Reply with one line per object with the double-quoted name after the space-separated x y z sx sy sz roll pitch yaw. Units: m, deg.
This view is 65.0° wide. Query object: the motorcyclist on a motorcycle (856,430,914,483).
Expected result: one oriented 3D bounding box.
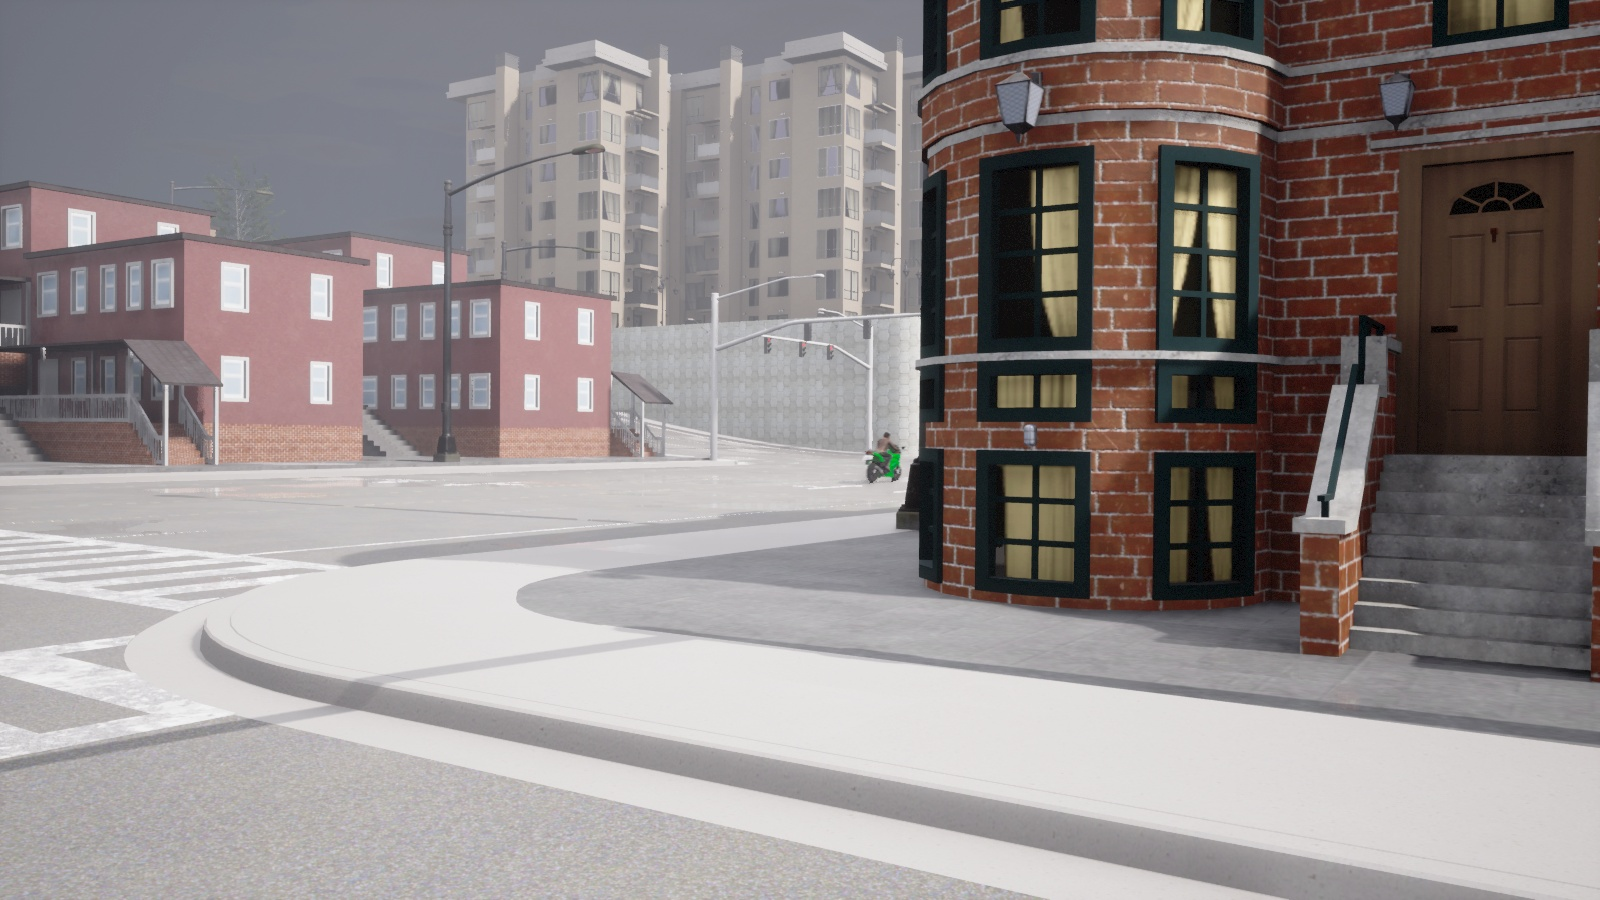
2.542 0.179 37.435 0.797 1.523 2.044 0 1 34 "motorcyclist on a motorcycle"
